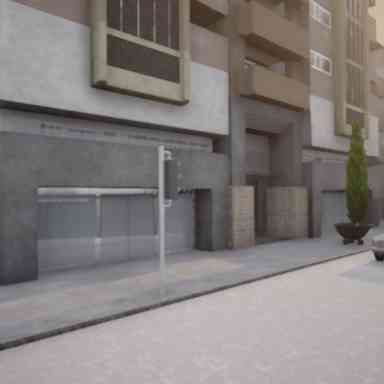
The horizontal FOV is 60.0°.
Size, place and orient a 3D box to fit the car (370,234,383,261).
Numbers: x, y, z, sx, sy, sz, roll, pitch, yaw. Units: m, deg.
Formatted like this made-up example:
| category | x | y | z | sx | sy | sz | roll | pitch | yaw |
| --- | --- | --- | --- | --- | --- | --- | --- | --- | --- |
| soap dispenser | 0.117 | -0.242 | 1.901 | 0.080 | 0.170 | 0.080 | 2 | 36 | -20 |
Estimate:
| category | x | y | z | sx | sy | sz | roll | pitch | yaw |
| --- | --- | --- | --- | --- | --- | --- | --- | --- | --- |
| car | 7.995 | 1.657 | 11.488 | 4.718 | 1.301 | 1.895 | 0 | -1 | -40 |
